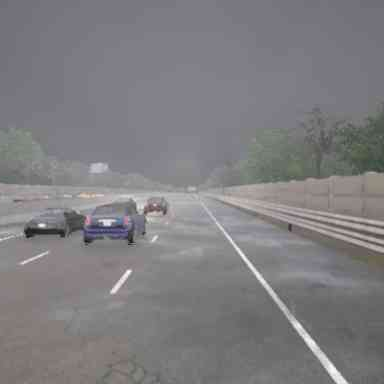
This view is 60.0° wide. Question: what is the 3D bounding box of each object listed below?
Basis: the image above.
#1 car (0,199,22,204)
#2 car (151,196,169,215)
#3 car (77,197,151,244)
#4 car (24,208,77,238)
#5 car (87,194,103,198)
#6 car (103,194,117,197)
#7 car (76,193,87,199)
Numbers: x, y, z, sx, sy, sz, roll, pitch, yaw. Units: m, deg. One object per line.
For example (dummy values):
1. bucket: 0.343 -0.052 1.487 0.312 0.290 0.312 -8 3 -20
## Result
1. car: -17.585 1.392 31.761 1.812 1.442 4.674 0 0 0
2. car: -3.388 1.213 32.620 2.097 1.767 4.553 0 0 0
3. car: -3.394 1.288 15.459 2.097 1.767 4.553 0 0 0
4. car: -6.894 1.493 17.283 1.994 1.385 4.181 0 0 0
5. car: -20.975 1.095 73.509 1.882 1.535 5.008 0 0 0
6. car: -17.476 1.134 73.093 1.882 1.535 5.008 0 0 0
7. car: -24.475 1.041 74.902 1.882 1.535 5.008 0 0 0
